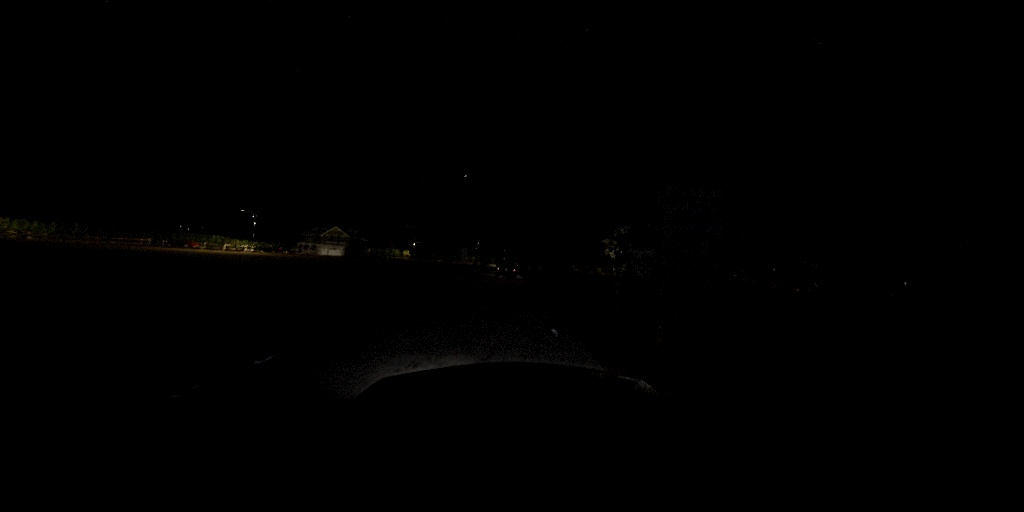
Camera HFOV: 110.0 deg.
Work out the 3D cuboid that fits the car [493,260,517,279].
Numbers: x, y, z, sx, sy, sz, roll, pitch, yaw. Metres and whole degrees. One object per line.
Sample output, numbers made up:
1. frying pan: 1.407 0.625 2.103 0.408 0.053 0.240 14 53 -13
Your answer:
1. car: -0.561 1.325 36.038 2.097 1.767 4.553 4 0 -1
